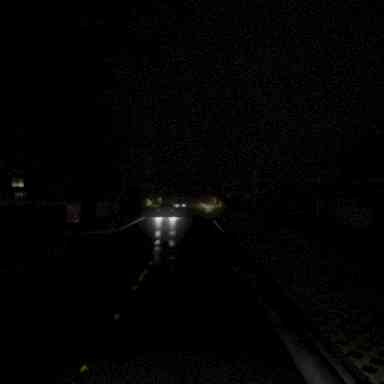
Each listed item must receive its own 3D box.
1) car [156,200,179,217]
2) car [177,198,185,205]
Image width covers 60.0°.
[{"bbox_3d":[-2.760,1.897,36.151,1.812,1.442,4.674,0,-1,1],"label":"car"},{"bbox_3d":[-2.720,2.189,79.608,2.097,1.767,4.553,0,-1,0],"label":"car"}]
